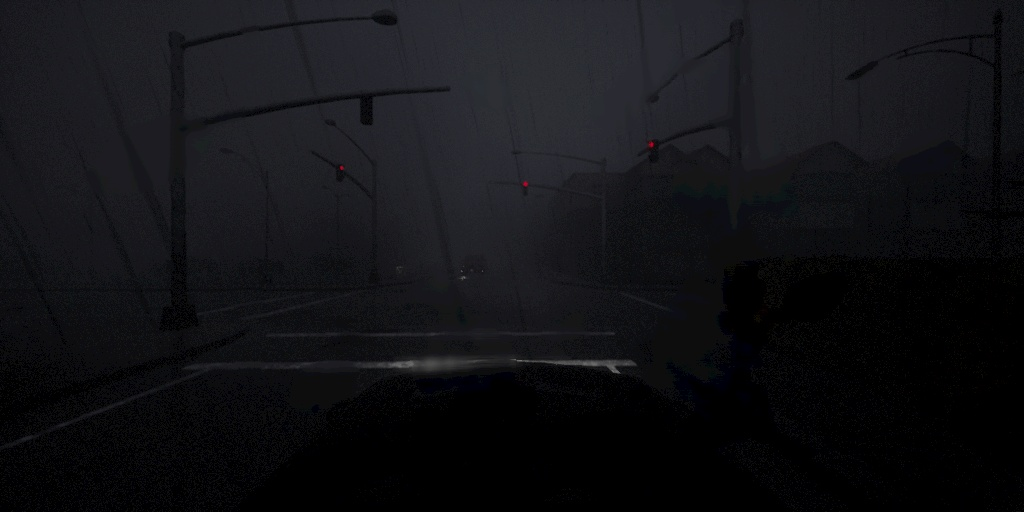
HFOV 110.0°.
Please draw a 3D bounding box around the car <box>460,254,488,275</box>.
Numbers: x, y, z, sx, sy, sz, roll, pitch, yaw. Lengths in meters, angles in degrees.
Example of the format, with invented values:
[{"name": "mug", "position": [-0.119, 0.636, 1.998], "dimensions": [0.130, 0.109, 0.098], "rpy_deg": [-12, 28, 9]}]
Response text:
[{"name": "car", "position": [-3.518, 0.831, 34.066], "dimensions": [2.150, 2.045, 5.566], "rpy_deg": [0, 2, 0]}]
